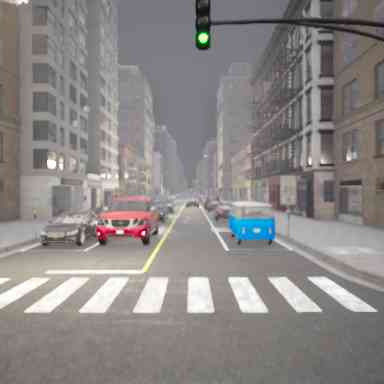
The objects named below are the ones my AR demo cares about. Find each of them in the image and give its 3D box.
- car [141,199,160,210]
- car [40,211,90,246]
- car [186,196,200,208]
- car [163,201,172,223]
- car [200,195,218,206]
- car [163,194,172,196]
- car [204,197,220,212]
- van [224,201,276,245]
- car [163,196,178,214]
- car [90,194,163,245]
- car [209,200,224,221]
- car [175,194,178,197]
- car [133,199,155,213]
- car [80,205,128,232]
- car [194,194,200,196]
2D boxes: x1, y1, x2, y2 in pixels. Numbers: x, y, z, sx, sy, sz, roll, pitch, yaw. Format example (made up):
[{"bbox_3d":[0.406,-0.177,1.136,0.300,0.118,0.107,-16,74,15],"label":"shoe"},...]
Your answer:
[{"bbox_3d":[-5.398,1.608,43.735,1.947,1.339,4.313,0,0,0],"label":"car"},{"bbox_3d":[-5.394,1.579,15.325,2.008,1.369,4.403,0,0,0],"label":"car"},{"bbox_3d":[0.088,1.620,48.377,1.895,1.301,4.718,0,0,0],"label":"car"},{"bbox_3d":[-2.859,1.626,25.821,1.895,1.301,4.718,0,0,0],"label":"car"},{"bbox_3d":[2.626,1.323,43.742,2.192,1.841,5.009,0,0,0],"label":"car"},{"bbox_3d":[-5.402,1.358,60.779,2.192,1.841,5.009,0,0,0],"label":"car"},{"bbox_3d":[2.628,1.590,38.060,1.802,1.307,4.206,0,0,0],"label":"car"},{"bbox_3d":[2.630,1.335,15.335,1.690,1.788,3.998,0,0,0],"label":"van"},{"bbox_3d":[-2.844,1.535,35.881,1.837,1.490,4.892,0,0,0],"label":"car"},{"bbox_3d":[-2.855,1.239,16.004,2.150,2.045,5.566,0,0,0],"label":"car"},{"bbox_3d":[2.630,1.585,26.697,1.802,1.307,4.206,0,0,0],"label":"car"},{"bbox_3d":[-5.405,1.626,89.189,1.802,1.307,4.206,0,0,0],"label":"car"},{"bbox_3d":[-5.398,1.567,37.883,1.752,1.417,4.829,0,0,0],"label":"car"},{"bbox_3d":[-5.395,1.577,21.006,1.887,1.381,4.507,0,0,0],"label":"car"},{"bbox_3d":[0.086,1.584,59.402,1.994,1.385,4.181,0,0,0],"label":"car"}]
